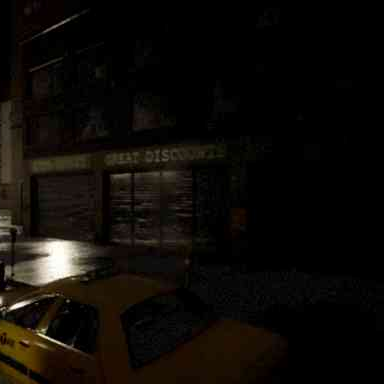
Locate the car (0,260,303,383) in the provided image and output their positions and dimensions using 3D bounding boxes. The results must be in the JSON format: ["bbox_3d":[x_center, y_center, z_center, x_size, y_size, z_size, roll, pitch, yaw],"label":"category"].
[{"bbox_3d":[-1.251,1.563,3.985,4.829,1.417,1.752,-1,0,36],"label":"car"}]
